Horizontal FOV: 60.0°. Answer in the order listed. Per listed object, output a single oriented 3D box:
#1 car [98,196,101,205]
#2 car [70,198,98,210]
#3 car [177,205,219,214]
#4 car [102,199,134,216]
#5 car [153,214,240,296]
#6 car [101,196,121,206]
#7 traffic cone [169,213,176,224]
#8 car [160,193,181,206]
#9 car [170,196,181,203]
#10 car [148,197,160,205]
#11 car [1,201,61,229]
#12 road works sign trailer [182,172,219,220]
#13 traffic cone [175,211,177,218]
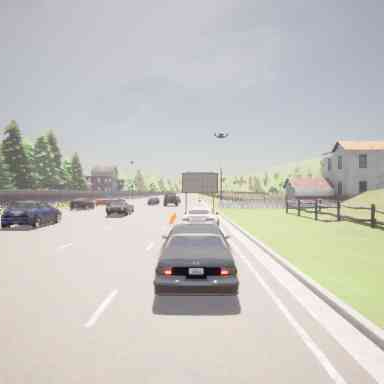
[{"bbox_3d":[-13.846,1.352,53.113,2.097,1.767,4.553,0,0,0],"label":"car"},{"bbox_3d":[-13.856,1.478,42.195,1.882,1.535,5.008,0,0,0],"label":"car"},{"bbox_3d":[0.493,1.539,18.447,1.812,1.442,4.674,0,-1,6],"label":"car"},{"bbox_3d":[-6.866,1.601,32.213,1.895,1.301,4.718,0,0,0],"label":"car"},{"bbox_3d":[0.107,1.547,8.806,2.033,1.411,5.357,0,0,1],"label":"car"},{"bbox_3d":[-10.353,1.492,45.300,2.128,1.511,4.902,0,0,0],"label":"car"},{"bbox_3d":[-1.463,1.955,23.162,0.340,0.580,0.340,0,0,0],"label":"traffic cone"},{"bbox_3d":[-3.345,1.221,53.342,2.150,2.045,5.566,0,0,0],"label":"car"},{"bbox_3d":[-3.329,1.564,68.557,1.994,1.385,4.181,0,0,0],"label":"car"},{"bbox_3d":[-6.838,1.563,60.337,1.994,1.385,4.181,0,0,0],"label":"car"},{"bbox_3d":[-10.377,1.353,21.863,2.097,1.767,4.553,0,0,0],"label":"car"},{"bbox_3d":[0.509,0.464,22.061,2.380,3.560,2.880,0,0,-3],"label":"road works sign trailer"},{"bbox_3d":[-1.461,1.955,25.162,0.340,0.580,0.340,0,0,0],"label":"traffic cone"}]
